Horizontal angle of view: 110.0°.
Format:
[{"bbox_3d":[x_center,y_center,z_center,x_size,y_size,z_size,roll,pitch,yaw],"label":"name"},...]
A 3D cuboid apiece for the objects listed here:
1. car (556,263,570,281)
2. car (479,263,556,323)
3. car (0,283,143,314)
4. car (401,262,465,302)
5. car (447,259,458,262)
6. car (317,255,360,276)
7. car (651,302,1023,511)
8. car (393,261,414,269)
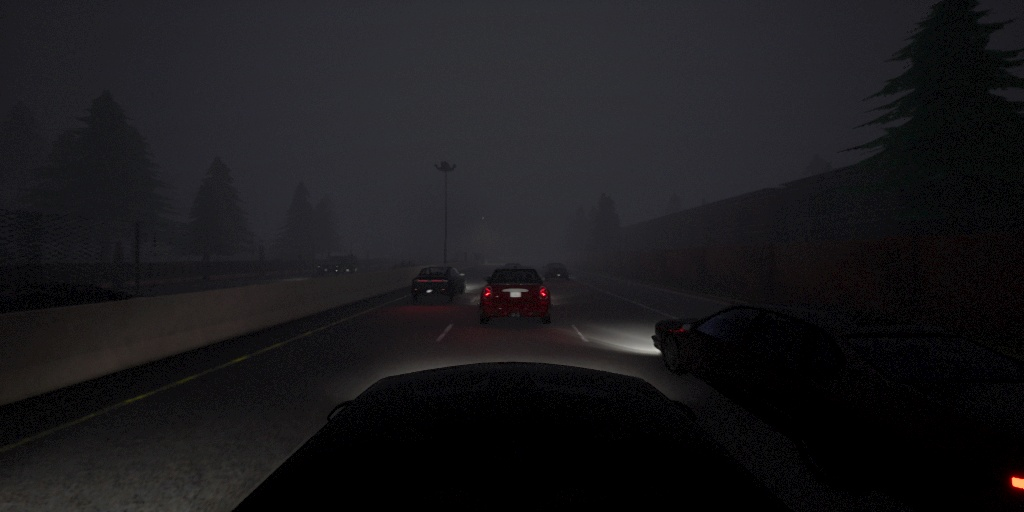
[{"bbox_3d":[3.581,1.275,29.844,1.812,1.442,4.674,0,0,0],"label":"car"},{"bbox_3d":[0.098,1.102,12.194,2.097,1.767,4.553,0,0,0],"label":"car"},{"bbox_3d":[-10.599,1.312,7.820,1.994,1.385,4.181,0,0,0],"label":"car"},{"bbox_3d":[-3.404,1.240,17.172,2.128,1.511,4.902,0,0,0],"label":"car"},{"bbox_3d":[-10.505,1.272,63.968,1.812,1.442,4.674,0,0,-2],"label":"car"},{"bbox_3d":[-17.600,0.966,36.681,2.150,2.045,5.566,0,0,0],"label":"car"},{"bbox_3d":[3.599,1.298,4.461,2.033,1.411,5.357,0,0,0],"label":"car"},{"bbox_3d":[-14.084,1.347,47.022,1.895,1.301,4.718,0,0,0],"label":"car"}]
